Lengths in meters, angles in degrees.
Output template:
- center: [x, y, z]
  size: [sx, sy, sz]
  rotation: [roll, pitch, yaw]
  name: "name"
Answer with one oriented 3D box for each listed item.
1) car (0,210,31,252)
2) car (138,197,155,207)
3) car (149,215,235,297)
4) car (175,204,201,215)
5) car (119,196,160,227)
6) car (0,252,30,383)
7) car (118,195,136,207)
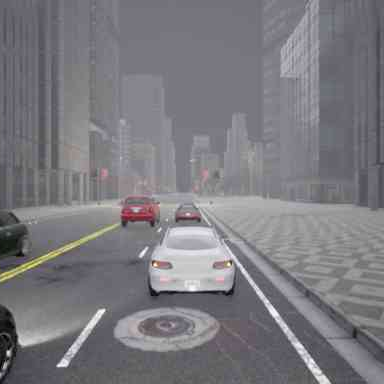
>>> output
- center: [-6.753, 1.374, 9.927]
  size: [2.097, 1.767, 4.553]
  rotation: [0, 0, -1]
  name: "car"
- center: [-7.372, 1.645, 54.526]
  size: [2.033, 1.411, 5.357]
  rotation: [0, 0, -1]
  name: "car"
- center: [-0.028, 1.544, 8.524]
  size: [1.812, 1.442, 4.674]
  rotation: [0, 0, -1]
  name: "car"
- center: [-0.319, 1.616, 26.401]
  size: [1.994, 1.385, 4.181]
  rotation: [0, 0, -1]
  name: "car"
- center: [-3.519, 1.270, 23.356]
  size: [2.150, 2.045, 5.566]
  rotation: [0, 0, -1]
  name: "car"
- center: [-3.182, 1.570, 2.587]
  size: [1.994, 1.385, 4.181]
  rotation: [0, 0, -1]
  name: "car"
- center: [-10.622, 1.414, 54.504]
  size: [2.097, 1.767, 4.553]
  rotation: [0, 0, -1]
  name: "car"
